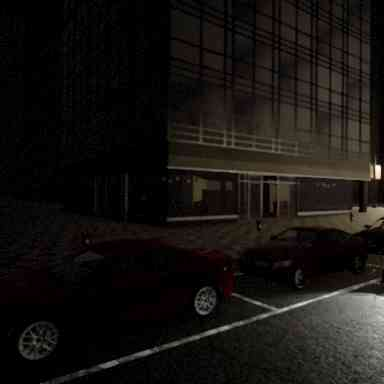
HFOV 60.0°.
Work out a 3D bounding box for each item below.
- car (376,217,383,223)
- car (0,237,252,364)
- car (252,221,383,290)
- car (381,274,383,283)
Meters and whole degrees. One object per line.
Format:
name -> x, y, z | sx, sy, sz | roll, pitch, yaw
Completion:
car -> 7.603, 1.556, 12.187 | 4.403, 1.369, 2.008 | 0, 1, -36
car -> -1.283, 1.544, 5.842 | 4.507, 1.381, 1.887 | 0, 1, -36
car -> 3.159, 1.583, 9.014 | 4.206, 1.307, 1.802 | 0, 1, -36
car -> 6.355, 1.566, 7.916 | 4.181, 1.385, 1.994 | 0, 0, -36
